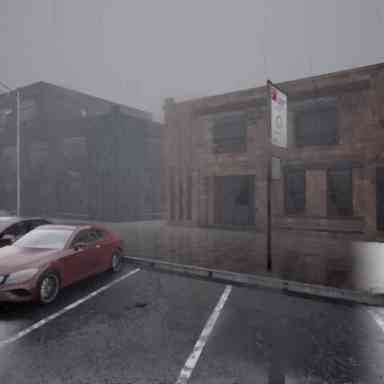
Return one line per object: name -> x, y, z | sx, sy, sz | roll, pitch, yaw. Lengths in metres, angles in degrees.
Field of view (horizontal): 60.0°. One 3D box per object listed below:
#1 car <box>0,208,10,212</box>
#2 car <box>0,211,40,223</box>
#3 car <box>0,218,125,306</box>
car -> -8.206, 1.361, 11.724 | 2.185, 1.767, 4.553 | 1, -1, 15
car -> -5.754, 1.514, 9.960 | 2.163, 1.488, 4.792 | 1, -1, 15
car -> -3.274, 1.525, 8.287 | 2.002, 1.452, 4.674 | 1, -1, 15
